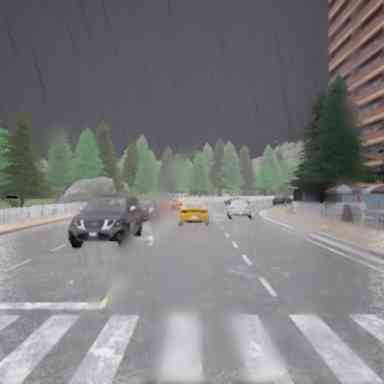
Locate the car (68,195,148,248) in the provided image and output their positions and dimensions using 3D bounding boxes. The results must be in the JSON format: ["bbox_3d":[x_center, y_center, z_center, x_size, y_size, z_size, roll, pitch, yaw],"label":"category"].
[{"bbox_3d":[-3.557,1.155,14.757,2.150,2.045,5.566,0,0,0],"label":"car"}]

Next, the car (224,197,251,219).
[{"bbox_3d":[3.887,1.394,27.906,1.812,1.442,4.674,0,0,4],"label":"car"}]

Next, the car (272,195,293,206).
[{"bbox_3d":[13.982,1.266,50.323,1.837,1.490,4.892,-1,0,44],"label":"car"}]

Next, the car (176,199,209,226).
[{"bbox_3d":[0.143,1.374,22.516,1.882,1.535,5.008,0,0,0],"label":"car"}]

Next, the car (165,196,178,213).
[{"bbox_3d":[-2.556,1.207,34.343,2.097,1.767,4.553,0,0,12],"label":"car"}]

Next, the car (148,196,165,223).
[{"bbox_3d":[-3.456,1.248,24.397,2.097,1.767,4.553,0,0,0],"label":"car"}]

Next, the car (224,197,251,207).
[{"bbox_3d":[6.440,1.391,46.582,1.895,1.301,4.718,0,0,34],"label":"car"}]
